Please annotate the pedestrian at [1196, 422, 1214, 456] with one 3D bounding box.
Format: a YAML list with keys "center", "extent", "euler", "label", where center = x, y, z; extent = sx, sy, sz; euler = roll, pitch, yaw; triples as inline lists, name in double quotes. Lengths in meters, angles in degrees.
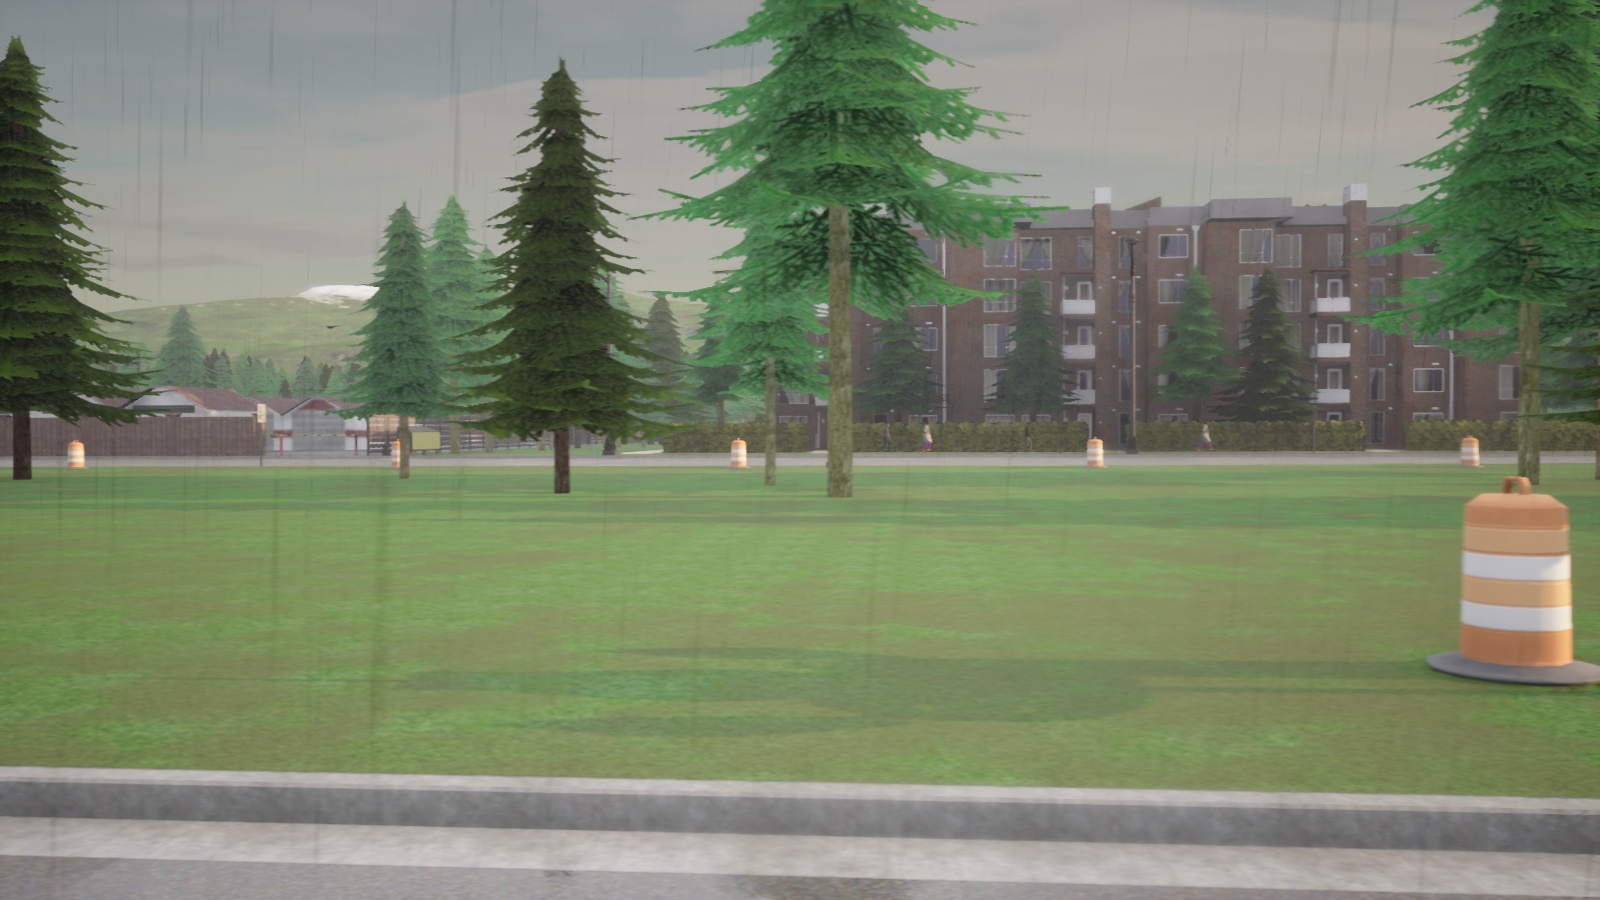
- center: [23.639, -0.631, 73.367]
  extent: [0.873, 1.952, 0.659]
  euler: [0, 1, 6]
  label: "pedestrian"

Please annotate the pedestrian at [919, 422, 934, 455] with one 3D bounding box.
- center: [7.533, -0.716, 74.883]
  extent: [0.873, 1.952, 0.659]
  euler: [0, 1, 5]
  label: "pedestrian"

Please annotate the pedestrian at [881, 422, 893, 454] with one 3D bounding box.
- center: [5.138, -0.720, 74.563]
  extent: [0.694, 1.848, 0.540]
  euler: [0, 1, 5]
  label: "pedestrian"

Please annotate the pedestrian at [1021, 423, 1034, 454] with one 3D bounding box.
- center: [13.416, -0.680, 74.051]
  extent: [0.703, 1.840, 0.431]
  euler: [0, 1, 6]
  label: "pedestrian"
